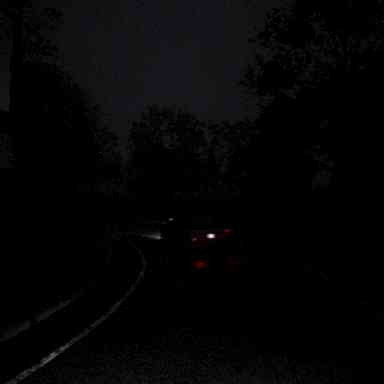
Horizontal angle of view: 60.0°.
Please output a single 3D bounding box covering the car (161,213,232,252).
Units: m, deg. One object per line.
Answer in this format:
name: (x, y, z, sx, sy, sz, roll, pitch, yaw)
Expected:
car: (0.059, 1.574, 14.078, 1.994, 1.385, 4.181, 1, 0, -18)
